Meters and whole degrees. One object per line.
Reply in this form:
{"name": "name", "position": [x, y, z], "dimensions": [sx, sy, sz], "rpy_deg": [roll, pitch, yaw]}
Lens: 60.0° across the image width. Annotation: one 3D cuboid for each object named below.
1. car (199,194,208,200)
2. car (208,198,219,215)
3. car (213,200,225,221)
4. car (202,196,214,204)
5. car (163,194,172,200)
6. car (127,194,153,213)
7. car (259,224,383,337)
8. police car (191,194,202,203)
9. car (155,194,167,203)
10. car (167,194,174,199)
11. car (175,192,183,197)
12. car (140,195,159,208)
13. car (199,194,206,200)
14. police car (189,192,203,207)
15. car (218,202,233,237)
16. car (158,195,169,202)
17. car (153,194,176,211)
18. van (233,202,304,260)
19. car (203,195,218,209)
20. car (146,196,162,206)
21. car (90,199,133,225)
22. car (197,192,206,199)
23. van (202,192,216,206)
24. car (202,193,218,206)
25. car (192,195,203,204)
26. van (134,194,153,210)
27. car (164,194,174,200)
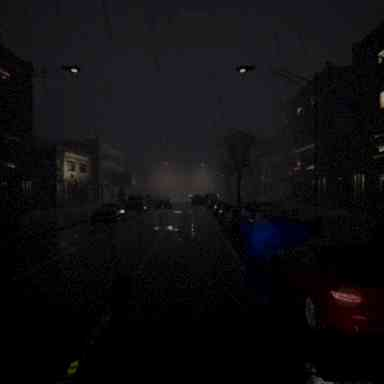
{"name": "car", "position": [2.607, 1.236, 78.555], "dimensions": [1.947, 1.339, 4.313], "rpy_deg": [-1, 0, 0]}
{"name": "car", "position": [2.658, 1.463, 28.620], "dimensions": [1.802, 1.307, 4.206], "rpy_deg": [-1, 0, 0]}
{"name": "car", "position": [2.664, 1.486, 23.072], "dimensions": [1.802, 1.307, 4.206], "rpy_deg": [-1, 0, 0]}
{"name": "car", "position": [2.629, 1.347, 56.362], "dimensions": [1.802, 1.307, 4.206], "rpy_deg": [-1, 0, 0]}
{"name": "car", "position": [-5.774, 1.252, 78.544], "dimensions": [1.802, 1.307, 4.206], "rpy_deg": [-1, 0, 0]}
{"name": "car", "position": [-5.730, 1.172, 34.157], "dimensions": [2.192, 1.841, 5.009], "rpy_deg": [-1, 0, 0]}
{"name": "car", "position": [2.681, 1.555, 6.427], "dimensions": [1.802, 1.307, 4.206], "rpy_deg": [-1, 0, 0]}
{"name": "police car", "position": [0.835, 1.163, 62.651], "dimensions": [1.930, 1.638, 5.238], "rpy_deg": [0, 0, 0]}
{"name": "car", "position": [-5.758, 1.181, 61.899], "dimensions": [1.967, 1.590, 4.097], "rpy_deg": [-1, 0, 0]}
{"name": "car", "position": [-5.785, 1.204, 89.641], "dimensions": [1.802, 1.307, 4.206], "rpy_deg": [-1, 0, 0]}
{"name": "car", "position": [-3.082, 0.782, 79.252], "dimensions": [1.837, 1.490, 4.892], "rpy_deg": [0, 0, 0]}
{"name": "car", "position": [-5.741, 1.251, 45.254], "dimensions": [1.967, 1.590, 4.097], "rpy_deg": [-1, 0, 0]}
{"name": "car", "position": [2.601, 1.171, 84.272], "dimensions": [1.752, 1.417, 4.829], "rpy_deg": [-1, 0, 0]}
{"name": "police car", "position": [0.852, 1.231, 46.650], "dimensions": [1.930, 1.638, 5.238], "rpy_deg": [0, 0, 0]}
{"name": "car", "position": [2.669, 1.472, 17.523], "dimensions": [1.887, 1.381, 4.507], "rpy_deg": [-1, 0, 0]}
{"name": "car", "position": [-5.762, 1.262, 67.447], "dimensions": [1.887, 1.381, 4.507], "rpy_deg": [-1, 0, 0]}
{"name": "car", "position": [-3.132, 1.346, 38.157], "dimensions": [1.837, 1.490, 4.892], "rpy_deg": [0, 0, 0]}
{"name": "van", "position": [2.673, 1.291, 11.974], "dimensions": [1.690, 1.788, 3.998], "rpy_deg": [-1, 0, 0]}
{"name": "car", "position": [2.647, 1.417, 39.717], "dimensions": [1.802, 1.307, 4.206], "rpy_deg": [-1, 0, 0]}
{"name": "car", "position": [-5.746, 1.332, 50.803], "dimensions": [1.887, 1.381, 4.507], "rpy_deg": [-1, 0, 0]}
{"name": "car", "position": [-5.717, 1.454, 23.061], "dimensions": [2.008, 1.369, 4.403], "rpy_deg": [-1, 0, 0]}
{"name": "car", "position": [2.593, 0.938, 89.651], "dimensions": [2.192, 1.841, 5.009], "rpy_deg": [-1, 0, 0]}
{"name": "van", "position": [2.639, 1.152, 45.264], "dimensions": [1.690, 1.788, 3.998], "rpy_deg": [-1, 0, 0]}
{"name": "car", "position": [2.633, 1.103, 50.812], "dimensions": [2.192, 1.841, 5.009], "rpy_deg": [-1, 0, 0]}
{"name": "car", "position": [0.841, 1.269, 56.540], "dimensions": [1.837, 1.490, 4.892], "rpy_deg": [0, 0, 0]}
{"name": "van", "position": [-5.736, 1.175, 39.705], "dimensions": [1.690, 1.788, 3.998], "rpy_deg": [-1, 0, 0]}
{"name": "car", "position": [-5.780, 1.197, 84.092], "dimensions": [2.008, 1.369, 4.403], "rpy_deg": [-1, 0, 0]}
